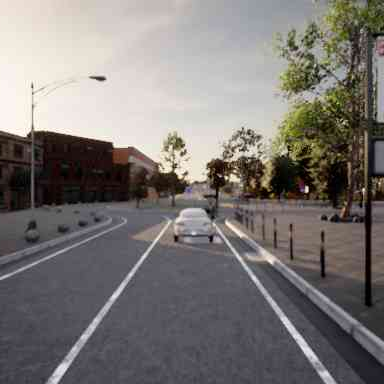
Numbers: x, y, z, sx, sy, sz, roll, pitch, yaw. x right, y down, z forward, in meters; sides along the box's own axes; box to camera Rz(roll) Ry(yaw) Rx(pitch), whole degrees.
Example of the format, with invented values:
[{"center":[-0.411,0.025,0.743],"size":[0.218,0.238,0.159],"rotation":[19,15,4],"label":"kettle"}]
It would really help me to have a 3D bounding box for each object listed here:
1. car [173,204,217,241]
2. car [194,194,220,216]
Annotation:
[{"center":[0.064,1.533,16.538],"size":[1.812,1.442,4.674],"rotation":[0,0,0],"label":"car"},{"center":[1.230,1.394,30.515],"size":[2.097,1.767,4.553],"rotation":[0,1,11],"label":"car"}]
